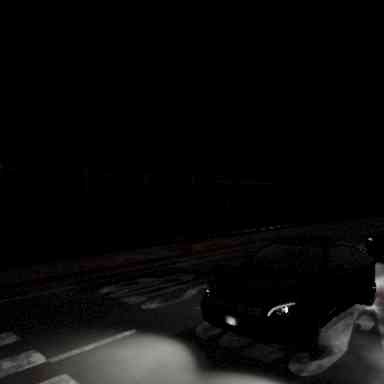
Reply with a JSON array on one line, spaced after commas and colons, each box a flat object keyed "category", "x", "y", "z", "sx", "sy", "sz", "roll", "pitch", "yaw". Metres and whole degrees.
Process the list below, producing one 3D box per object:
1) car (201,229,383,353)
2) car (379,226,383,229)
[{"category": "car", "x": 2.186, "y": 1.645, "z": 6.588, "sx": 1.812, "sy": 1.442, "sz": 4.674, "roll": -1, "pitch": -2, "yaw": 44}, {"category": "car", "x": 8.494, "y": 1.816, "z": 13.143, "sx": 1.895, "sy": 1.301, "sz": 4.718, "roll": -1, "pitch": -2, "yaw": 44}]
